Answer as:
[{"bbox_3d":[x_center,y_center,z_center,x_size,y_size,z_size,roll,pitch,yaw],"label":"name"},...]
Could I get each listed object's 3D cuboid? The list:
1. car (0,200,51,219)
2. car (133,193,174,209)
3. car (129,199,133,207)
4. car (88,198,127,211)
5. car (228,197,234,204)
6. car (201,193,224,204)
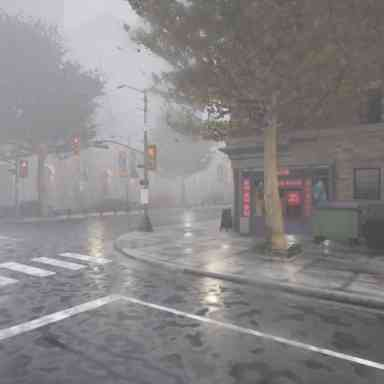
[{"bbox_3d":[-15.096,1.504,29.782,1.837,1.490,4.892,0,0,35],"label":"car"},{"bbox_3d":[-4.766,1.221,44.110,2.150,2.045,5.566,0,0,36],"label":"car"},{"bbox_3d":[-10.209,1.595,47.930,1.895,1.301,4.718,0,0,36],"label":"car"},{"bbox_3d":[-10.772,1.525,41.738,1.812,1.442,4.674,0,0,36],"label":"car"},{"bbox_3d":[8.403,1.526,62.191,1.812,1.442,4.674,0,0,36],"label":"car"},{"bbox_3d":[3.913,1.223,61.993,2.150,2.045,5.566,0,0,36],"label":"car"}]
